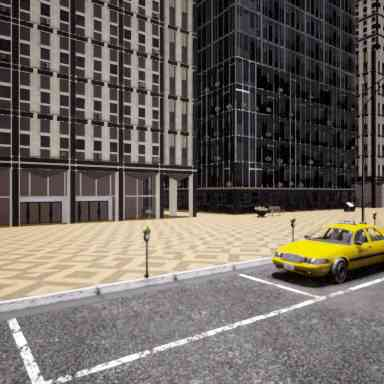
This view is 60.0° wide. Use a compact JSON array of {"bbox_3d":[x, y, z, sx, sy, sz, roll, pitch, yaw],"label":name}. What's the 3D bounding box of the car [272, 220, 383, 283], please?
[{"bbox_3d":[4.366,1.526,9.631,4.829,1.417,1.752,0,0,-35],"label":"car"}]
